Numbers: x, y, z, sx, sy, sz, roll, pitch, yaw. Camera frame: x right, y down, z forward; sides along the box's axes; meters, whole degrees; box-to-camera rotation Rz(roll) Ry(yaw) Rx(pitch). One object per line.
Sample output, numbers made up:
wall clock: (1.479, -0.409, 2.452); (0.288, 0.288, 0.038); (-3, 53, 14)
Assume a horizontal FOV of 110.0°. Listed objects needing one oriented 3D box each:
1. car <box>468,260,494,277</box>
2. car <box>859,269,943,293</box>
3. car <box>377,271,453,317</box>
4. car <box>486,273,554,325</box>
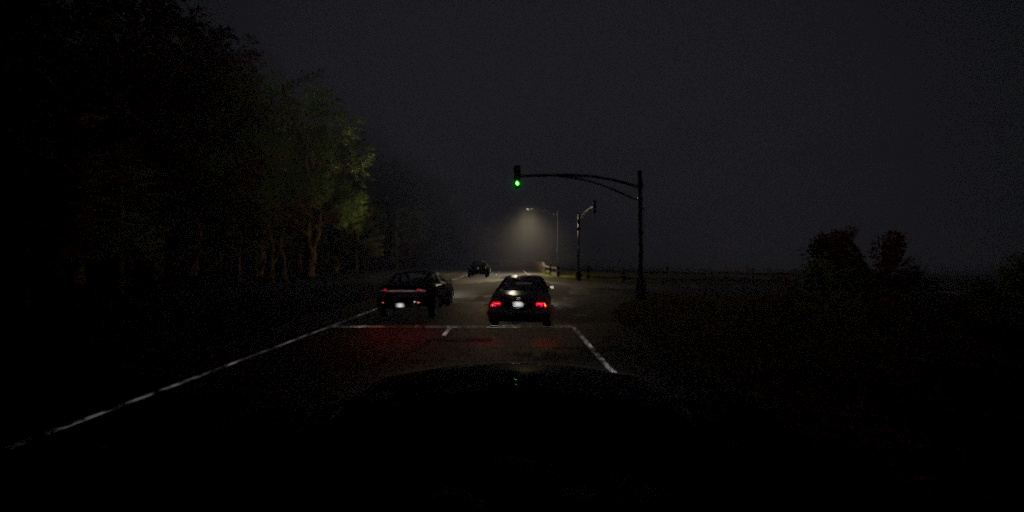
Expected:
car: (-3.392, 1.253, 38.067); (2.097, 1.767, 4.553); (0, 0, 0)
car: (24.943, 1.594, 23.360); (4.902, 1.511, 2.128); (1, -1, 0)
car: (-3.400, 1.291, 13.333); (2.128, 1.511, 4.902); (0, 0, 0)
car: (0.413, 1.342, 11.974); (2.033, 1.411, 5.357); (0, 0, 6)
